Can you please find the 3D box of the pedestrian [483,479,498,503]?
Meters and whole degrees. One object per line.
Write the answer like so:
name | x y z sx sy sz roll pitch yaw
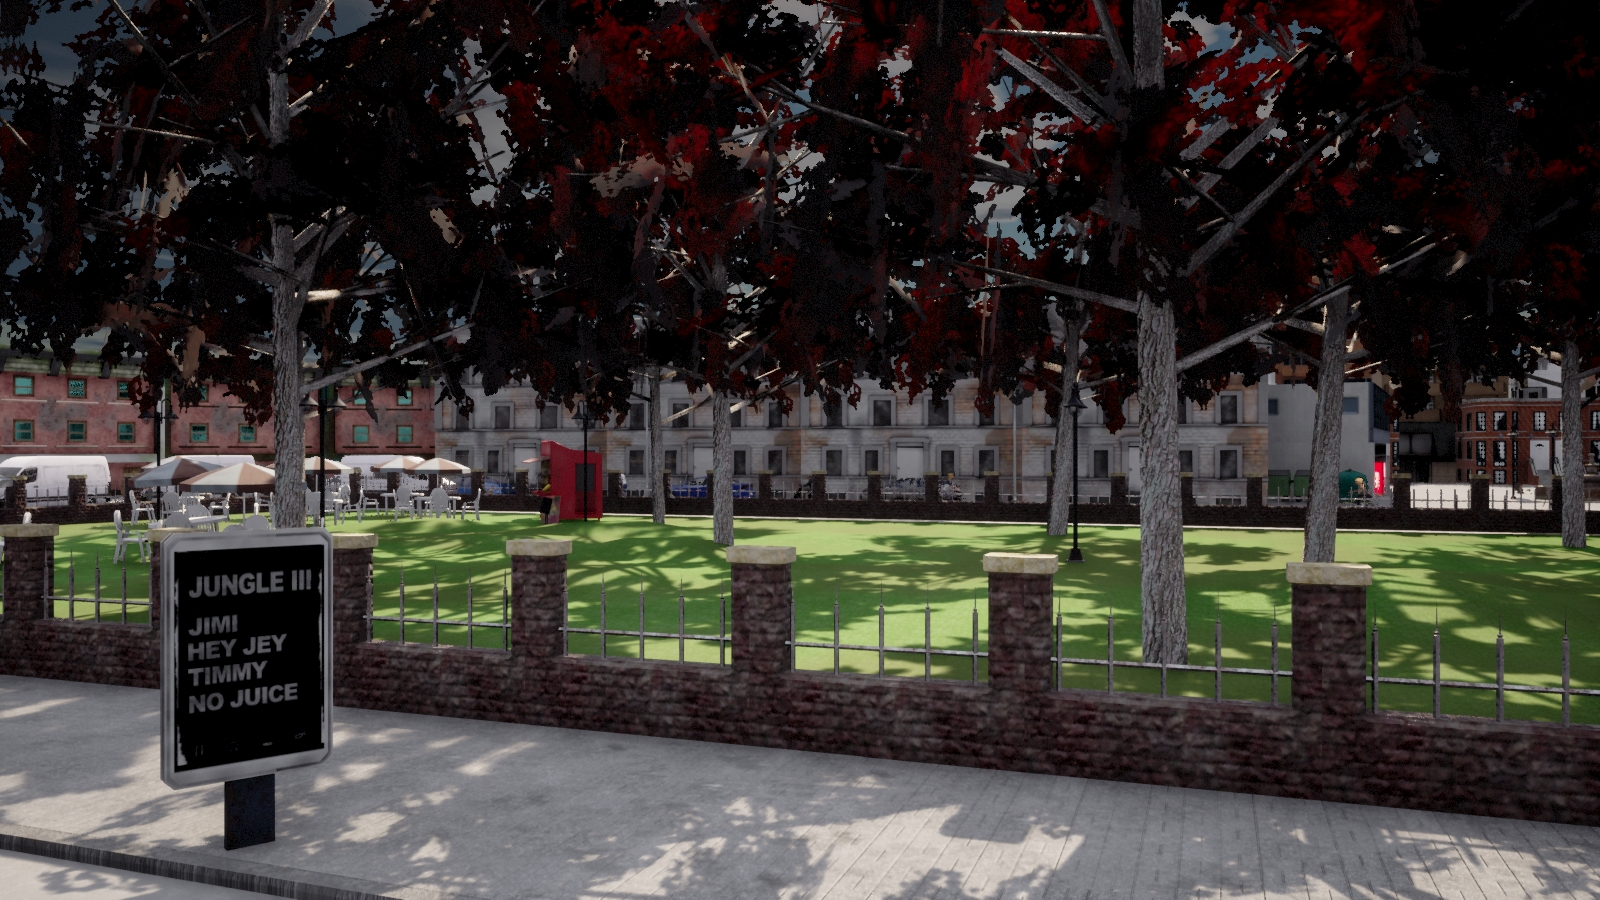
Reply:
pedestrian | -14.438 1.918 53.373 0.500 1.100 0.500 0 0 11

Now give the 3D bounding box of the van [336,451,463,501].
van | -20.784 1.331 59.500 5.915 2.561 1.988 0 -1 3

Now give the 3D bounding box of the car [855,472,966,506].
car | 5.260 1.833 54.337 4.902 1.511 2.128 0 0 20

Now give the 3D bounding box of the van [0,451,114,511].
van | -34.456 1.334 51.696 1.988 2.561 5.915 0 0 21

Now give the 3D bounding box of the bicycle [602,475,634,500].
bicycle | -9.502 1.948 59.688 1.643 1.296 0.373 0 0 20

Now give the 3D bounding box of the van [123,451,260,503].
van | -31.314 1.336 58.944 1.988 2.561 5.915 0 0 41
